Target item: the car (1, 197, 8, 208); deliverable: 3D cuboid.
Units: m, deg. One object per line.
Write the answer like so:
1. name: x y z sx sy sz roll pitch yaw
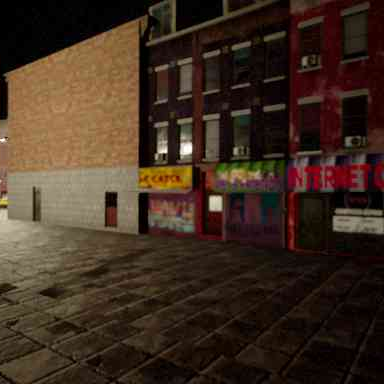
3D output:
1. car: -21.835 1.312 38.871 1.752 1.417 4.829 0 0 36
